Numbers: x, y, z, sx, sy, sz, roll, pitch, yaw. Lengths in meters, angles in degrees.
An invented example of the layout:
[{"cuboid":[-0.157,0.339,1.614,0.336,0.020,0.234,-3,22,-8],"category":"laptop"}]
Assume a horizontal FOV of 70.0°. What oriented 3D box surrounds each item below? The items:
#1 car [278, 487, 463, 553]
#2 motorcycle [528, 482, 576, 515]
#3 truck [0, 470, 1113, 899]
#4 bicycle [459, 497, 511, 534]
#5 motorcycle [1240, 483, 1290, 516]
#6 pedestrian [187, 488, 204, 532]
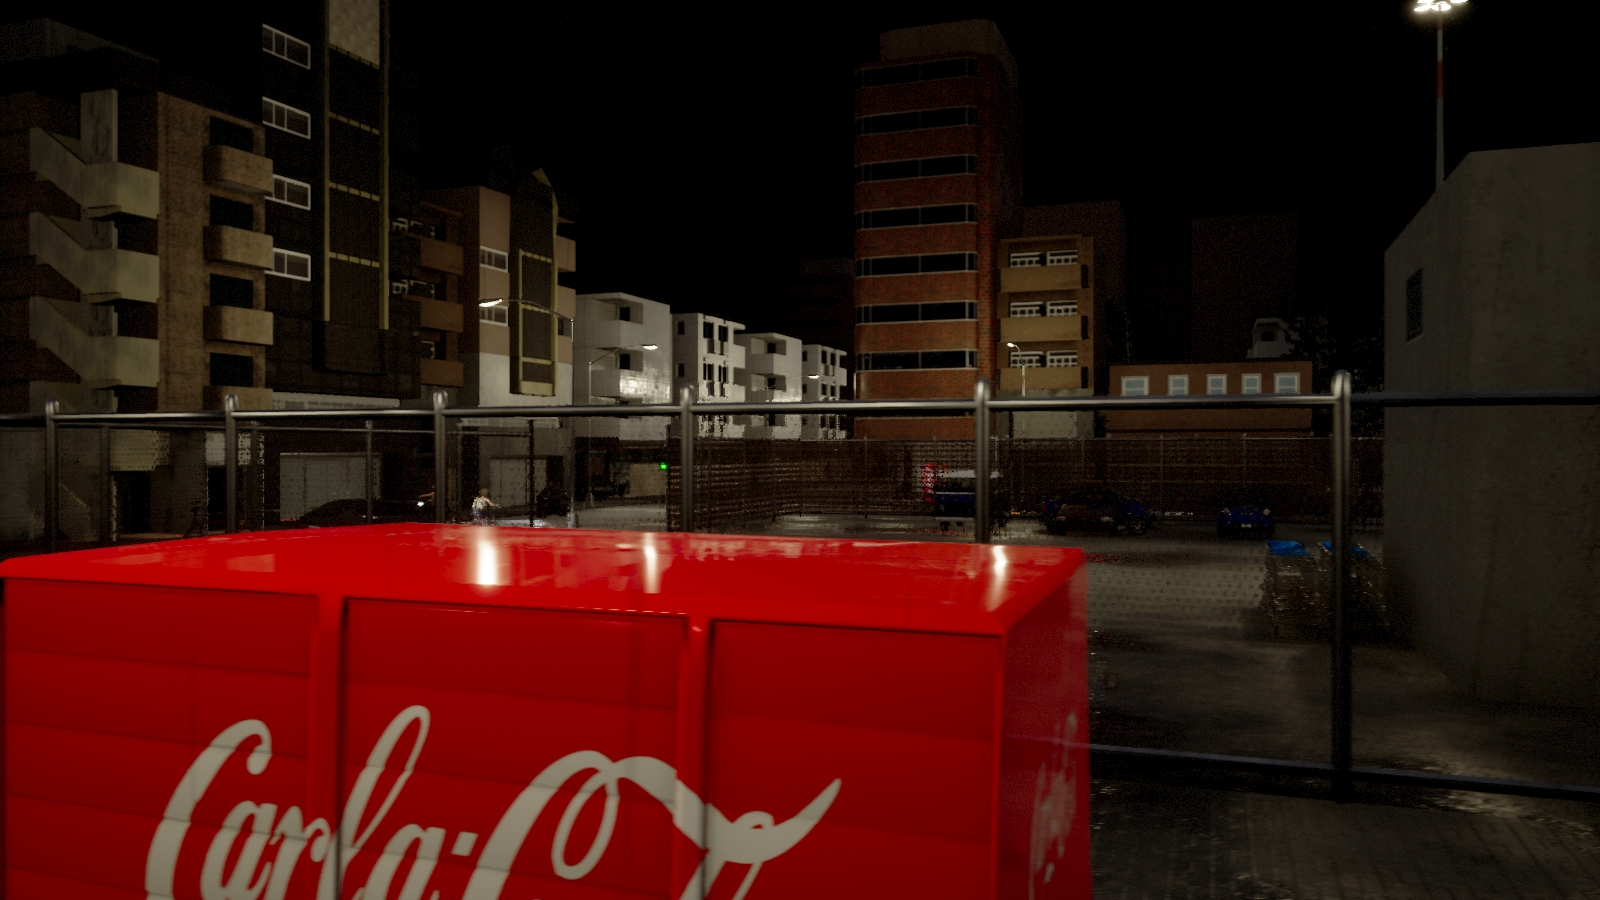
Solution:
[{"cuboid":[-11.681,1.853,31.490,2.163,1.488,4.792,0,0,20],"category":"car"},{"cuboid":[-10.188,1.997,47.032,0.867,1.251,2.209,0,0,20],"category":"motorcycle"},{"cuboid":[-1.593,1.350,4.430,5.204,2.467,2.627,0,0,20],"category":"truck"},{"cuboid":[-9.928,2.047,36.059,0.859,1.080,1.487,0,0,20],"category":"bicycle"},{"cuboid":[18.466,1.962,45.378,1.805,1.236,0.856,0,0,20],"category":"motorcycle"},{"cuboid":[-18.401,1.818,34.795,0.375,1.300,0.375,0,0,-44],"category":"pedestrian"}]
